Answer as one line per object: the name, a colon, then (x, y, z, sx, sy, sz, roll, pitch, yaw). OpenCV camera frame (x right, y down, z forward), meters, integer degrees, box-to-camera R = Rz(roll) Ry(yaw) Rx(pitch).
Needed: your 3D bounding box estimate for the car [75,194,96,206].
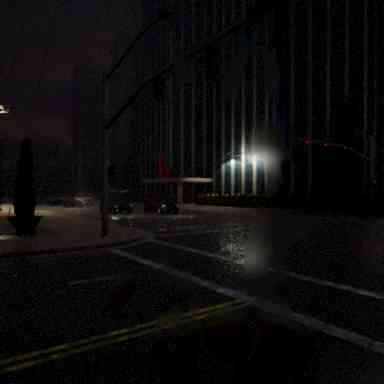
car: (-17.430, 1.261, 53.659, 2.150, 2.045, 5.566, 0, 0, -36)

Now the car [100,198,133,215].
car: (-7.870, 1.384, 34.450, 2.097, 1.767, 4.553, 0, 0, -36)

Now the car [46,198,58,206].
car: (-22.558, 1.650, 54.835, 1.895, 1.301, 4.718, 0, 0, -36)

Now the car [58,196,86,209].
car: (-17.020, 1.594, 47.213, 1.994, 1.385, 4.181, 0, 0, -36)

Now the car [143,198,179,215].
car: (-3.199, 1.392, 33.972, 2.097, 1.767, 4.553, 0, 0, -36)
